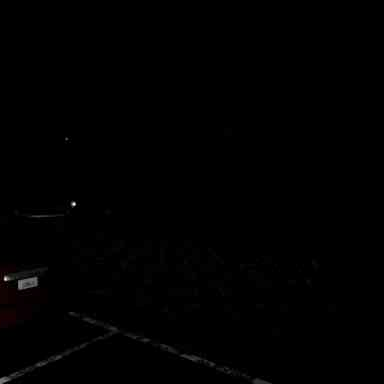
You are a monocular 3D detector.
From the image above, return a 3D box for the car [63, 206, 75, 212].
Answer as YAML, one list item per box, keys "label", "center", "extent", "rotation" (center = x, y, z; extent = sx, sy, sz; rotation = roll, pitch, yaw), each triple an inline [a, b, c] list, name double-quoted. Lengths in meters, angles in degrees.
- label: "car"
  center: [-12.163, 1.838, 37.951]
  extent: [1.895, 1.301, 4.718]
  rotation: [-1, -1, 36]

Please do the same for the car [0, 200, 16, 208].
- label: "car"
  center: [-18.239, 1.503, 29.766]
  extent: [2.097, 1.767, 4.553]
  rotation: [-1, -1, 37]

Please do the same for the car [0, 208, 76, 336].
- label: "car"
  center: [-4.142, 1.316, 5.907]
  extent: [5.009, 1.841, 2.192]
  rotation: [0, -1, 36]
